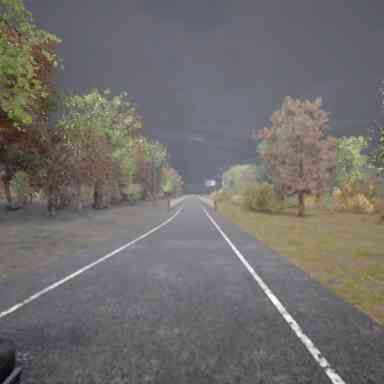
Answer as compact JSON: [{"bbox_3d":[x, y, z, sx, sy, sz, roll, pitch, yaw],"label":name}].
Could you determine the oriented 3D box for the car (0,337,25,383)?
[{"bbox_3d":[-2.759,1.555,1.015,2.033,1.411,5.357,0,0,2],"label":"car"}]
